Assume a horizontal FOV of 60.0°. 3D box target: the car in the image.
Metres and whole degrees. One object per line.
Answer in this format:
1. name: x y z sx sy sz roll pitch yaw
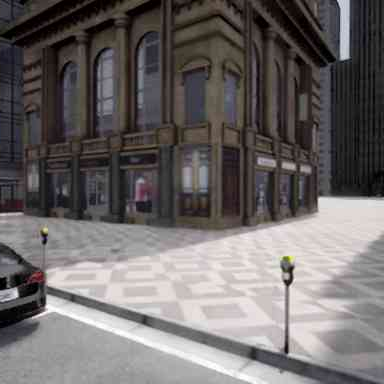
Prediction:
1. car: -4.415 1.554 6.108 4.313 1.339 1.947 0 0 35
